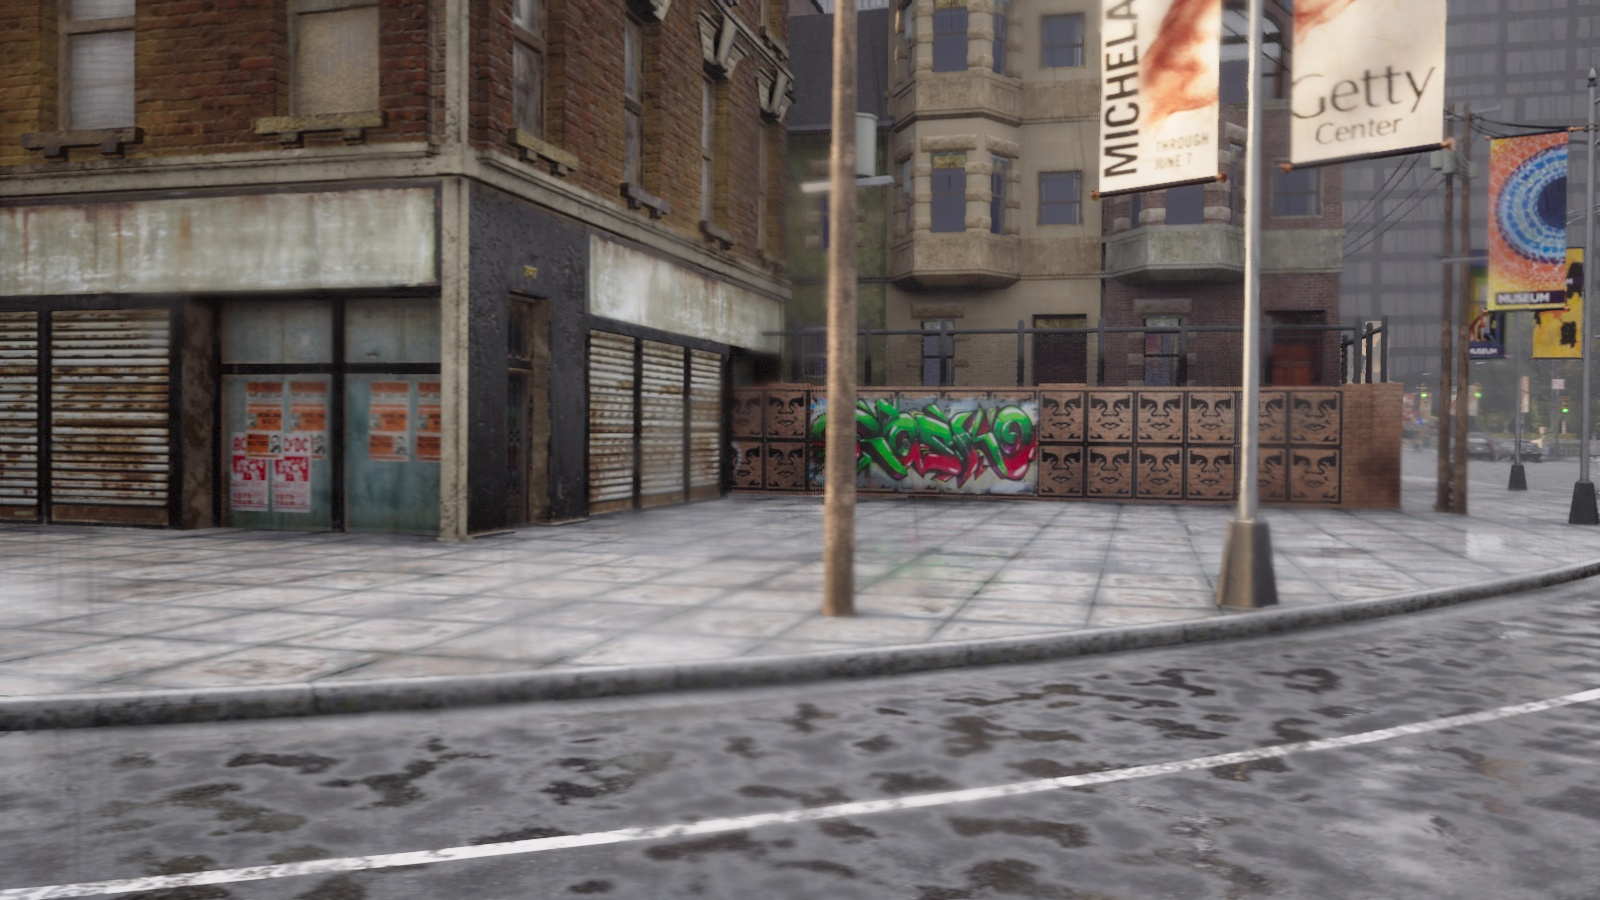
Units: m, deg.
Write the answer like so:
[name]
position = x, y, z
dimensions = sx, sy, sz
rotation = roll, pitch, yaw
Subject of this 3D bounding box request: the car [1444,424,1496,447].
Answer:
[car]
position = 46.027, -1.017, 86.384
dimensions = 2.163, 1.488, 4.792
rotation = 0, 1, 15
